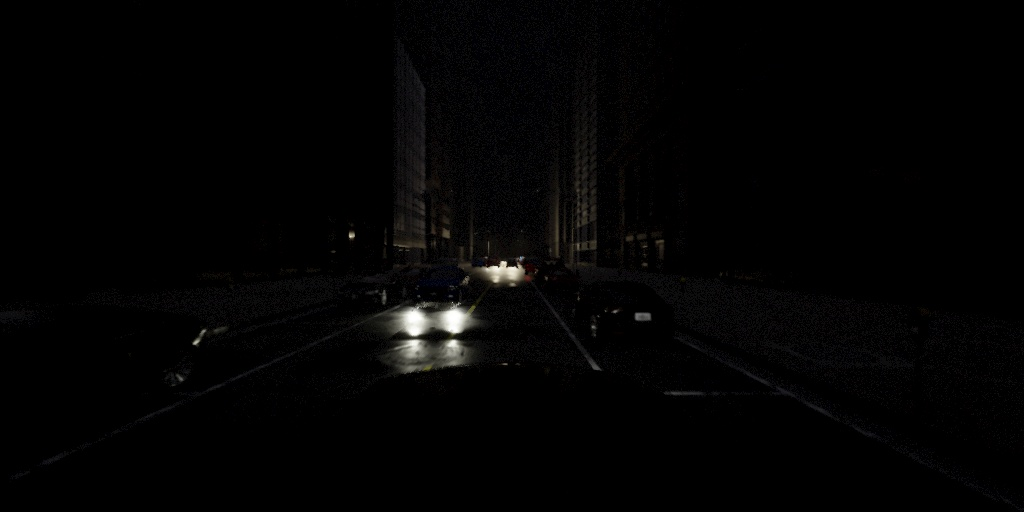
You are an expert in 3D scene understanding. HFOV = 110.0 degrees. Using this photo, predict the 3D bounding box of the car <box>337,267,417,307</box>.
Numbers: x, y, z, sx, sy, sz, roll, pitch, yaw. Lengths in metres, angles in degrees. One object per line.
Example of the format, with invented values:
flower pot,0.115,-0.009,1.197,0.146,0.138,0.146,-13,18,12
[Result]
car,-5.765,1.294,15.234,2.007,1.370,4.403,0,0,0

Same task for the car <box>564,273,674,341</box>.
car,2.761,1.311,9.639,1.948,1.339,4.313,0,0,0

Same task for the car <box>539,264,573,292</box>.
car,2.759,1.324,20.857,1.802,1.307,4.207,0,0,0

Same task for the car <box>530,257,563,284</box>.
car,2.758,1.055,26.466,2.192,1.841,5.009,0,0,0

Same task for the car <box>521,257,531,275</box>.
car,2.381,1.092,38.216,2.097,1.767,4.553,0,0,0

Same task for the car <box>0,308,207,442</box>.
car,-5.763,1.315,4.015,1.948,1.339,4.313,0,0,0

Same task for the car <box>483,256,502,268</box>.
car,-3.056,0.960,58.682,2.150,2.045,5.566,0,0,1

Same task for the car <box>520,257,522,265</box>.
car,2.753,1.053,60.121,2.192,1.841,5.009,0,0,0

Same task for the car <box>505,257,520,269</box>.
car,-0.008,1.264,57.126,1.812,1.442,4.674,0,0,0

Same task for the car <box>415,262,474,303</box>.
car,-3.101,1.221,16.686,1.882,1.535,5.008,0,0,0

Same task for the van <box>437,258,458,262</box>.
van,-5.768,1.081,32.062,1.690,1.789,3.998,0,0,0

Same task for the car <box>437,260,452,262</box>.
car,-5.767,1.266,26.283,1.751,1.417,4.829,0,0,0

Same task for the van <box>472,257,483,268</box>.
van,-5.772,1.079,60.109,1.690,1.789,3.998,0,0,0
